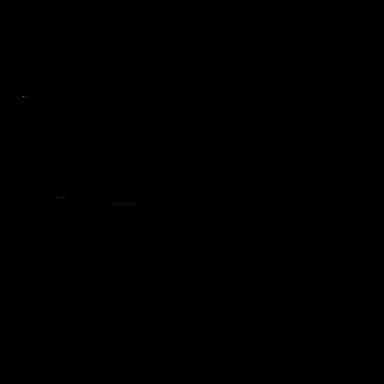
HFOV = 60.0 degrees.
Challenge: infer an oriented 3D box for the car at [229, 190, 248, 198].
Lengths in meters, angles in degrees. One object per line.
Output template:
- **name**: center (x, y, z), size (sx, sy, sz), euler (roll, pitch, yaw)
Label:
- **car**: center (8.298, 0.299, 58.901), size (1.994, 1.385, 4.181), euler (1, 1, 37)

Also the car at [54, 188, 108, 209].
- **car**: center (-11.360, 0.556, 34.270), size (2.150, 2.045, 5.566), euler (1, 2, 39)

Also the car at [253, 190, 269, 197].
- **car**: center (13.935, 0.237, 66.678), size (1.994, 1.385, 4.181), euler (1, 1, 35)
